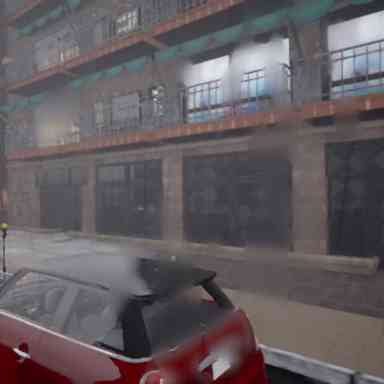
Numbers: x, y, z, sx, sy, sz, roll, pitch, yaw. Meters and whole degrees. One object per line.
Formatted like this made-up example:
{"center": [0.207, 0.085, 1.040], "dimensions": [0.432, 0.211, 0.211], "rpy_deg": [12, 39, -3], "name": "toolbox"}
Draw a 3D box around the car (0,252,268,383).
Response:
{"center": [-1.337, 1.439, 3.843], "dimensions": [4.097, 1.590, 1.967], "rpy_deg": [0, -1, 36], "name": "car"}
